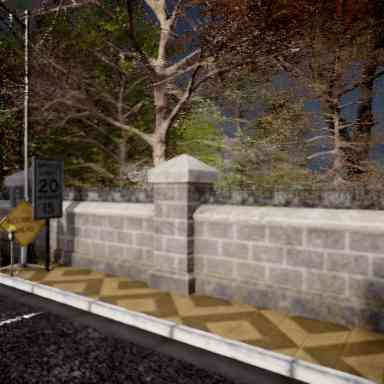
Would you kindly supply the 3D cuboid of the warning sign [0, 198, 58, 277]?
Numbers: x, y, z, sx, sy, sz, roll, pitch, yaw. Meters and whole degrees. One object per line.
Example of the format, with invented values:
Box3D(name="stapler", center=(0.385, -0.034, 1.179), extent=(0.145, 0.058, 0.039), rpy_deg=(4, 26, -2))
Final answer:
Box3D(name="warning sign", center=(-4.429, 1.110, 8.775), extent=(1.060, 1.860, 1.300), rpy_deg=(0, 0, 35))
